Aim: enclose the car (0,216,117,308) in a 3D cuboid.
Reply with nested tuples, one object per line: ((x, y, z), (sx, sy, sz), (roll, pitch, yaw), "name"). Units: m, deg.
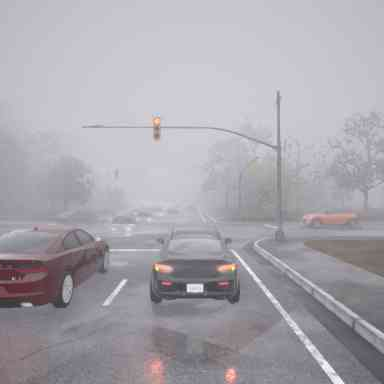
((-3.433, 1.556, 8.141), (1.882, 1.535, 5.008), (0, -1, 0), "car")

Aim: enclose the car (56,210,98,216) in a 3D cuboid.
((-12.663, 2.696, 36.307), (2.033, 1.411, 5.357), (-1, -3, 30), "car")

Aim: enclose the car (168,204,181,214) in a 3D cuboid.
((-3.525, 3.421, 63.181), (1.895, 1.301, 4.718), (0, 0, 0), "car")

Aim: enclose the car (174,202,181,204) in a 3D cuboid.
((-3.774, 3.228, 86.907), (1.812, 1.442, 4.674), (0, 0, -4), "car")

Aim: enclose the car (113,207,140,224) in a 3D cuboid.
((-7.169, 2.638, 35.526), (1.812, 1.442, 4.674), (0, -3, 0), "car")

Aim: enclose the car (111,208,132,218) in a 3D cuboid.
((-10.696, 3.207, 51.025), (2.033, 1.411, 5.357), (0, -1, 0), "car")

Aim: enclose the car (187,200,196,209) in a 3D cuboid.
((-0.154, 3.305, 77.298), (1.994, 1.385, 4.181), (0, 0, 0), "car")

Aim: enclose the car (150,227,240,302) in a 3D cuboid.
((0.064, 1.606, 8.286), (1.812, 1.442, 4.674), (0, -1, 0), "car")

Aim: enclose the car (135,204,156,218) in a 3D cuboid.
((-7.194, 3.154, 51.738), (1.882, 1.535, 5.008), (0, -1, 0), "car")

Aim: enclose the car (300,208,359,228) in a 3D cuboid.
((11.753, 2.165, 28.687), (4.553, 1.767, 2.097), (0, -3, -2), "car")

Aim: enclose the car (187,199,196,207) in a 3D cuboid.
((-0.265, 2.895, 87.032), (2.097, 1.767, 4.553), (0, 0, -4), "car")

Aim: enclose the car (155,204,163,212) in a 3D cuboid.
((-7.137, 3.287, 69.078), (1.882, 1.535, 5.008), (0, 0, 0), "car")
